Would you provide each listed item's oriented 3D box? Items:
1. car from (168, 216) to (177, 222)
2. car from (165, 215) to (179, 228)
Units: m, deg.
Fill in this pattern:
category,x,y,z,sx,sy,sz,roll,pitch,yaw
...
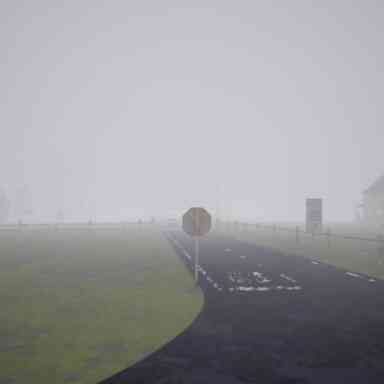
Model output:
category,x,y,z,sx,sy,sz,roll,pitch,yaw
car,-5.065,6.975,87.158,1.994,1.385,4.181,1,-4,-7
car,-2.997,4.586,49.708,2.033,1.411,5.357,1,-4,-7
